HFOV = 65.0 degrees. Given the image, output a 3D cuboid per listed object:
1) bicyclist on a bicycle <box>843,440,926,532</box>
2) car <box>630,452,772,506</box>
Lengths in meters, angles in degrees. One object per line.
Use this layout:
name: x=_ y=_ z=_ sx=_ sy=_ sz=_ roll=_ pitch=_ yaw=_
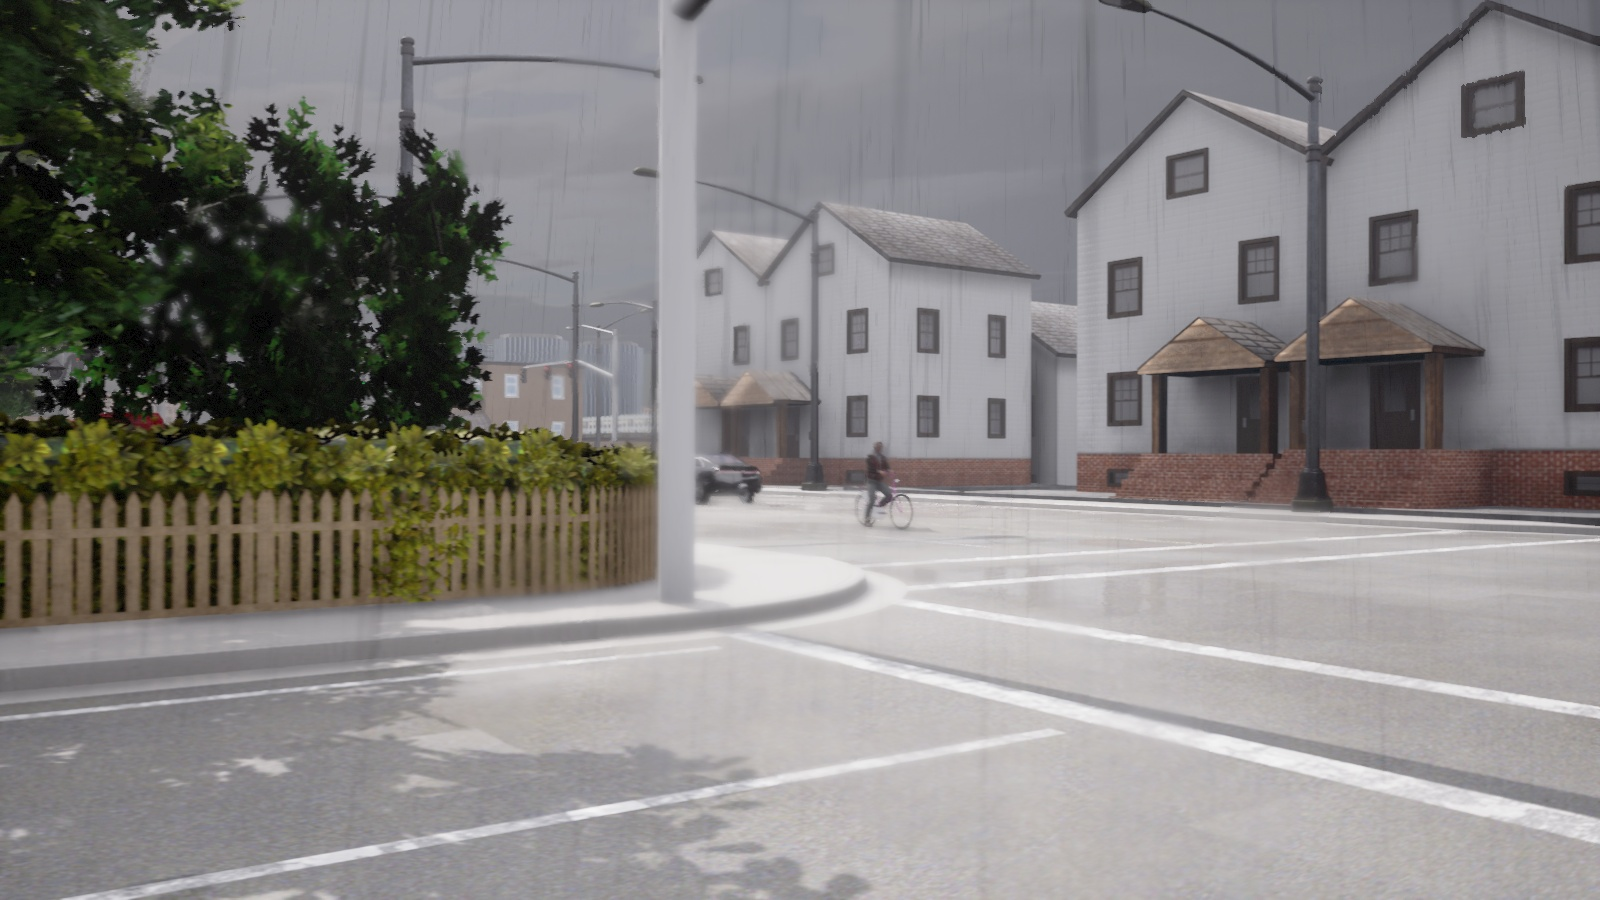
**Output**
bicyclist on a bicycle: x=1.669 y=0.698 z=25.174 sx=0.659 sy=1.776 sz=1.843 roll=0 pitch=0 yaw=-35
car: x=-3.092 y=0.831 z=38.234 sx=2.128 sy=1.511 sz=4.902 roll=0 pitch=0 yaw=-35
